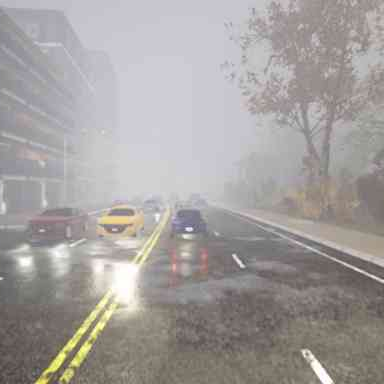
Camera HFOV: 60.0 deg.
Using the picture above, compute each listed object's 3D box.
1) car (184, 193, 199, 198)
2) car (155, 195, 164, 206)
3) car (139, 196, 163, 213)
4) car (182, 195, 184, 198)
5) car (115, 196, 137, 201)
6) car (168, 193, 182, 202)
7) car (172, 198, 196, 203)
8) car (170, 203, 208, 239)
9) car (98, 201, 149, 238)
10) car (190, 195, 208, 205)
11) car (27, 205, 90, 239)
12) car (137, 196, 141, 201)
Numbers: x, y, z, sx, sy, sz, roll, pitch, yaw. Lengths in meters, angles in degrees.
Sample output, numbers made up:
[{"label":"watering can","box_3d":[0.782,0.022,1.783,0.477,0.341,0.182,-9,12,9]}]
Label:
[{"label":"car","box_3d":[0.289,1.195,62.086,2.150,2.045,5.566,0,0,-6]},{"label":"car","box_3d":[-5.703,1.336,55.227,2.097,1.767,4.553,0,0,-4]},{"label":"car","box_3d":[-4.436,1.521,36.381,1.812,1.442,4.674,0,0,-3]},{"label":"car","box_3d":[-1.392,1.313,78.193,2.097,1.767,4.553,0,0,-7]},{"label":"car","box_3d":[-7.697,1.489,36.463,2.128,1.511,4.902,0,0,-3]},{"label":"car","box_3d":[-4.059,1.192,72.829,2.150,2.045,5.566,0,0,-6]},{"label":"car","box_3d":[-0.935,1.594,35.513,1.895,1.301,4.718,0,0,-3]},{"label":"car","box_3d":[-0.192,1.525,17.381,1.812,1.442,4.674,0,0,-2]},{"label":"car","box_3d":[-3.659,1.478,17.937,1.882,1.535,5.008,0,0,-2]},{"label":"car","box_3d":[1.273,1.545,51.264,1.994,1.385,4.181,0,0,-4]},{"label":"car","box_3d":[-6.901,1.479,17.629,1.882,1.535,5.008,0,0,-2]},{"label":"car","box_3d":[-8.976,1.478,55.395,2.128,1.511,4.902,0,0,-4]}]
